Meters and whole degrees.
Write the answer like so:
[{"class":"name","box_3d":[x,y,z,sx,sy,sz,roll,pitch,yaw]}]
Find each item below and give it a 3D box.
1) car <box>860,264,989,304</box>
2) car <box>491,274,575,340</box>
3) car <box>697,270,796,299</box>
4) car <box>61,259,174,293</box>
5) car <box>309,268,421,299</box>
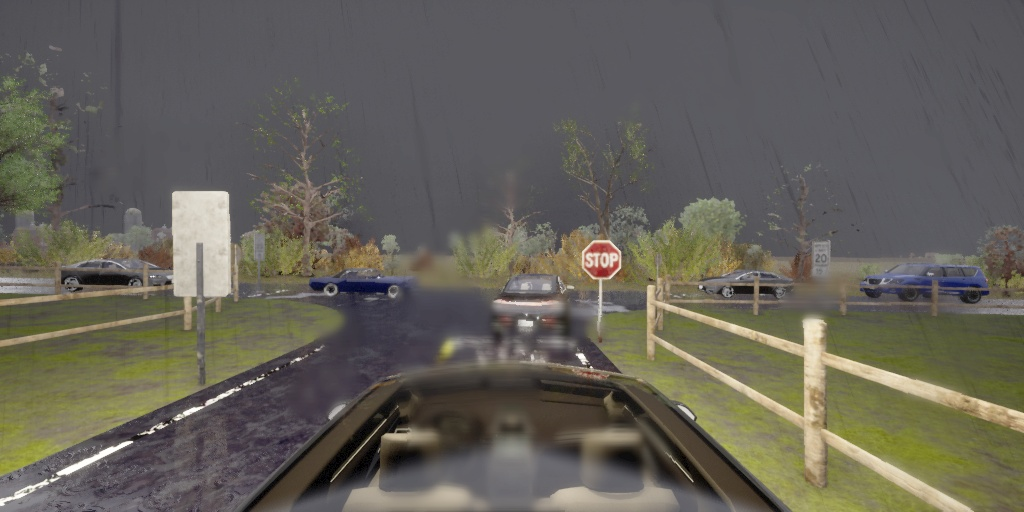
[{"class":"car","box_3d":[22.894,1.466,19.998,5.566,2.045,2.150,1,1,0]},{"class":"car","box_3d":[0.704,1.240,10.044,2.128,1.511,4.902,0,0,9]},{"class":"car","box_3d":[12.999,1.525,20.006,4.902,1.511,2.128,1,1,0]},{"class":"car","box_3d":[-18.494,0.885,17.087,4.902,1.511,2.128,1,1,0]},{"class":"car","box_3d":[-6.826,1.248,17.074,4.718,1.301,1.895,1,1,0]}]
